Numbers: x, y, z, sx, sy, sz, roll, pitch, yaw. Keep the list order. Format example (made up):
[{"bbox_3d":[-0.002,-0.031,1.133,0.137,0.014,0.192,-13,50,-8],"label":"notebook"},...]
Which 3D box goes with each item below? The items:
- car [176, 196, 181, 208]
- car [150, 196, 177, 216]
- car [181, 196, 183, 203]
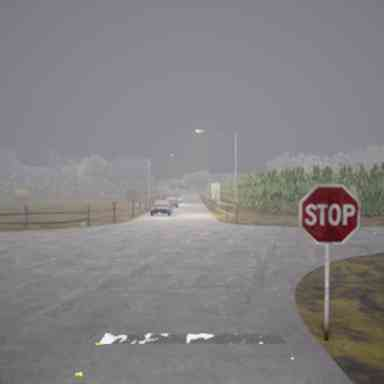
[{"bbox_3d":[-2.737,1.336,43.515,1.812,1.442,4.674,0,1,1],"label":"car"},{"bbox_3d":[-2.779,1.430,31.370,2.033,1.411,5.357,0,0,0],"label":"car"},{"bbox_3d":[-2.644,1.289,59.841,1.895,1.301,4.718,0,0,1],"label":"car"}]
